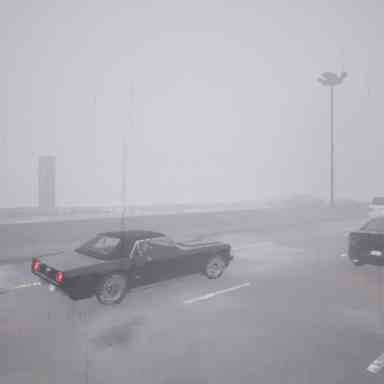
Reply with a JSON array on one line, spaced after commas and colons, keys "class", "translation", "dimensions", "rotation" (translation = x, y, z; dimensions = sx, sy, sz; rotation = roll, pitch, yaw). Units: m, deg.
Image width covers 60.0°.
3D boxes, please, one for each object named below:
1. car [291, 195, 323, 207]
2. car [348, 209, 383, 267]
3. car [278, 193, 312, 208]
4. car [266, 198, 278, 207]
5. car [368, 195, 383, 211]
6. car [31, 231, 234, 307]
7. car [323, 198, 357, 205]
[{"class": "car", "translation": [14.952, 1.469, 41.992], "dimensions": [5.008, 1.535, 1.882], "rotation": [0, 0, -42]}, {"class": "car", "translation": [6.723, 1.475, 10.507], "dimensions": [5.008, 1.535, 1.882], "rotation": [0, 0, -42]}, {"class": "car", "translation": [15.020, 1.214, 46.774], "dimensions": [5.566, 2.045, 2.150], "rotation": [0, 0, -42]}, {"class": "car", "translation": [12.777, 1.555, 49.465], "dimensions": [4.181, 1.385, 1.994], "rotation": [0, 0, -42]}, {"class": "car", "translation": [13.132, 1.215, 21.111], "dimensions": [5.566, 2.045, 2.150], "rotation": [0, 0, -42]}, {"class": "car", "translation": [-1.135, 1.600, 8.072], "dimensions": [4.718, 1.301, 1.895], "rotation": [0, 0, -42]}, {"class": "car", "translation": [18.205, 1.468, 40.218], "dimensions": [5.008, 1.535, 1.882], "rotation": [0, 0, -42]}]
